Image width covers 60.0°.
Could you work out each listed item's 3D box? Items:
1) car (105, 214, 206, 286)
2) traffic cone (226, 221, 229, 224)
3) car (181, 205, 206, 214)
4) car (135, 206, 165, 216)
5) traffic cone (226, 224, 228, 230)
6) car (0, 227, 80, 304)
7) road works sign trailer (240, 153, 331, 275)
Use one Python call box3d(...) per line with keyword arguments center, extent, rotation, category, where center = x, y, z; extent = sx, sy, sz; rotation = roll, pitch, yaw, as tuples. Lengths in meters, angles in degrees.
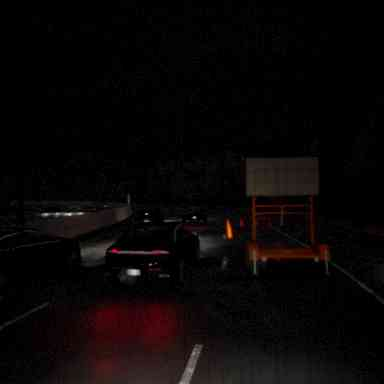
box3d(center=(-0.937, 1.624, 9.902), extent=(2.128, 1.511, 4.902), rotation=(-1, -1, 9), category="car")
box3d(center=(2.214, 2.176, 19.889), extent=(0.340, 0.580, 0.340), rotation=(-1, -1, 5), category="traffic cone")
box3d(center=(0.140, 1.817, 27.802), extent=(1.882, 1.535, 5.008), rotation=(0, -1, -1), category="car")
box3d(center=(-3.323, 1.863, 26.280), extent=(1.837, 1.490, 4.892), rotation=(0, -1, 0), category="car")
box3d(center=(2.042, 2.153, 17.897), extent=(0.340, 0.580, 0.340), rotation=(-1, -1, 5), category="traffic cone")
box3d(center=(-4.690, 1.648, 8.538), extent=(2.128, 1.511, 4.902), rotation=(-1, -1, 10), category="car")
box3d(center=(2.907, 0.566, 10.813), extent=(2.380, 3.560, 2.880), rotation=(-1, -1, 5), category="road works sign trailer")
